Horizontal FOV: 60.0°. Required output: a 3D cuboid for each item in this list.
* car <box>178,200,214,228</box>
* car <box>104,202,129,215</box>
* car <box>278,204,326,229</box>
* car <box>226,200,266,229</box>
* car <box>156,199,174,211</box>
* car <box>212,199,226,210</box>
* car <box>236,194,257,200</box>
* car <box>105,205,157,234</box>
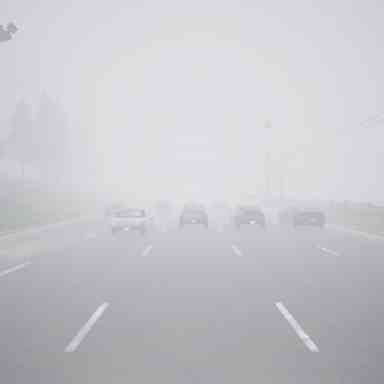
[{"bbox_3d":[0.098,1.533,22.209,2.128,1.511,4.902,0,0,0],"label":"car"},{"bbox_3d":[-7.000,1.622,31.861,1.994,1.385,4.181,0,0,0],"label":"car"},{"bbox_3d":[7.098,1.519,21.993,1.882,1.535,5.008,0,0,0],"label":"car"},{"bbox_3d":[3.598,1.547,22.154,1.837,1.490,4.892,0,0,0],"label":"car"},{"bbox_3d":[-3.425,1.582,41.276,1.837,1.490,4.892,0,0,0],"label":"car"},{"bbox_3d":[3.579,1.645,43.899,1.994,1.385,4.181,0,0,0],"label":"car"},{"bbox_3d":[7.082,1.301,43.276,2.150,2.045,5.566,0,0,0],"label":"car"},{"bbox_3d":[-3.401,1.637,19.562,1.895,1.301,4.718,0,0,0],"label":"car"}]
